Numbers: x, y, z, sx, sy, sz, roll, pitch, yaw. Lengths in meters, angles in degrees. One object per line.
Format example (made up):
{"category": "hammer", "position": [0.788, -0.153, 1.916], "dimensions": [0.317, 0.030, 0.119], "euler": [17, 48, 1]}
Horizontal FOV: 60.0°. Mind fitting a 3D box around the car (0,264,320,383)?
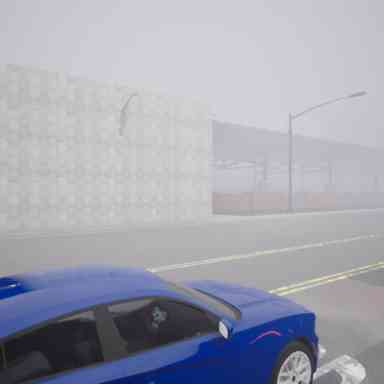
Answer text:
{"category": "car", "position": [-0.805, 1.477, 3.174], "dimensions": [5.008, 1.535, 1.882], "euler": [0, 0, -36]}
